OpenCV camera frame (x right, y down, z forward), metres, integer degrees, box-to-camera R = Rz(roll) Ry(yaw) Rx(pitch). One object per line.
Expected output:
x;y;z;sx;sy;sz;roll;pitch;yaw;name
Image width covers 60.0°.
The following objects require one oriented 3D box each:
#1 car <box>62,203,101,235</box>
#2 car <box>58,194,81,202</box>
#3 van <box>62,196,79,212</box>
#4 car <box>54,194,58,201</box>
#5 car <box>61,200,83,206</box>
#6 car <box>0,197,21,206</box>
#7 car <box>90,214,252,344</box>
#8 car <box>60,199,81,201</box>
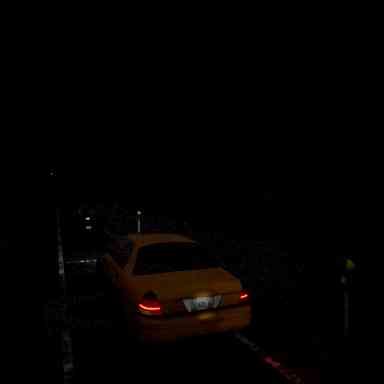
-6.037;1.551;18.756;2.008;1.369;4.403;0;0;-22;car
-12.305;1.316;34.096;2.192;1.841;5.009;0;0;-22;car
-14.395;1.342;39.209;1.690;1.788;3.998;0;0;-22;van
-31.263;1.469;79.729;1.967;1.590;4.097;0;0;-23;car
-8.126;1.551;23.869;2.008;1.369;4.403;0;0;-22;car
-32.306;1.555;55.768;5.357;1.411;2.033;0;0;6;car
-0.831;1.457;6.788;1.801;1.575;5.366;0;0;-22;car
-10.216;1.567;28.982;1.947;1.339;4.313;0;0;-22;car
